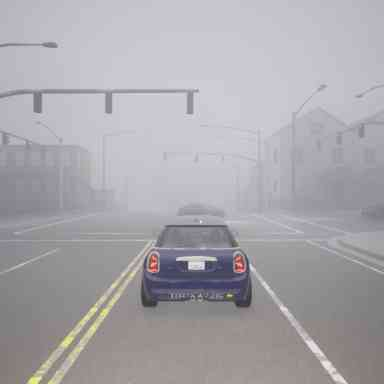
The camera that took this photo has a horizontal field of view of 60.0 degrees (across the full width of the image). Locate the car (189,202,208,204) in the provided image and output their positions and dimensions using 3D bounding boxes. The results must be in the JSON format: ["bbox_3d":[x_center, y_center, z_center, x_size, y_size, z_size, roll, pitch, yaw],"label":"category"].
[{"bbox_3d":[0.698,1.530,27.118,1.994,1.385,4.181,0,0,-44],"label":"car"}]

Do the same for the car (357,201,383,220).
[{"bbox_3d":[16.442,1.491,27.722,4.902,1.511,2.128,0,0,-1],"label":"car"}]

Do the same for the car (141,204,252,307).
[{"bbox_3d":[0.095,1.352,8.141,2.097,1.767,4.553,0,0,0],"label":"car"}]
